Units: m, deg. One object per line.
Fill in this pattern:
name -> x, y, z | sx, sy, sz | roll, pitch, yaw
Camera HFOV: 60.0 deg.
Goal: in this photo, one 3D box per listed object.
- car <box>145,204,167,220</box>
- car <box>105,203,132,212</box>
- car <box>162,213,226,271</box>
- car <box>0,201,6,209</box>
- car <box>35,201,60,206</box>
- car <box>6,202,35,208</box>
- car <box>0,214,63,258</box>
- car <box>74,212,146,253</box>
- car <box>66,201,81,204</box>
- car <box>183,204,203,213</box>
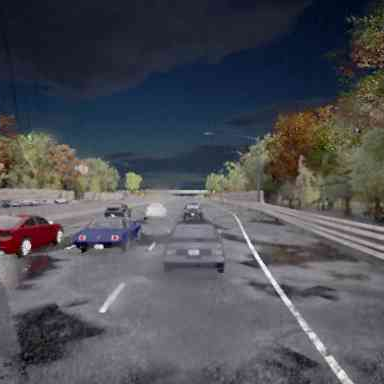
car -> -3.408, 1.857, 32.089 | 1.812, 1.442, 4.674 | 0, -1, 0
car -> -6.910, 1.828, 31.377 | 1.837, 1.490, 4.892 | 0, -1, 0
car -> 0.071, 1.662, 11.244 | 2.033, 1.411, 5.357 | 0, -1, 0
car -> -28.044, 2.076, 48.653 | 1.994, 1.385, 4.181 | 0, -1, 0
car -> -21.068, 2.050, 49.647 | 1.812, 1.442, 4.674 | 0, -1, 0
car -> -24.571, 2.114, 48.699 | 1.895, 1.301, 4.718 | 0, -1, 0
car -> -6.921, 1.614, 13.461 | 1.882, 1.535, 5.008 | 0, -1, 0
car -> -3.416, 1.748, 14.475 | 1.895, 1.301, 4.718 | 0, -1, 0
car -> -17.572, 2.050, 49.646 | 1.812, 1.442, 4.674 | 0, -1, 0
car -> 0.092, 1.858, 32.177 | 1.812, 1.442, 4.674 | 0, -1, 0
